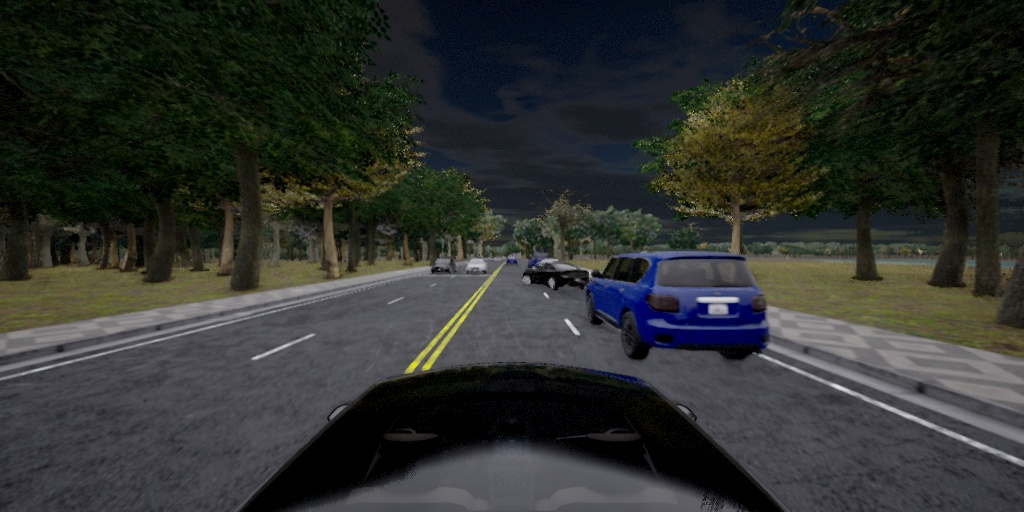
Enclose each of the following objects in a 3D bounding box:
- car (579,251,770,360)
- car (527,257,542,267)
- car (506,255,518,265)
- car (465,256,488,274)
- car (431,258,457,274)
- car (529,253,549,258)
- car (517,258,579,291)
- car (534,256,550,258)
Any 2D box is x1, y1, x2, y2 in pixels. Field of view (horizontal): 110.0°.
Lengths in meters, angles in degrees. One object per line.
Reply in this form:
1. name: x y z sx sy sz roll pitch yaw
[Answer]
1. car: 3.247 0.908 8.334 2.150 2.045 5.566 0 1 0
2. car: 3.235 0.856 52.309 1.812 1.442 4.674 0 0 0
3. car: -0.016 0.759 60.802 1.882 1.535 5.008 0 1 0
4. car: -3.350 0.983 34.827 1.812 1.442 4.674 0 0 0
5. car: -6.599 0.960 35.018 1.837 1.490 4.892 0 0 0
6. car: 3.238 0.628 41.335 2.150 2.045 5.566 0 0 0
7. car: 2.372 1.053 20.740 1.882 1.535 5.008 0 0 -24
8. car: 3.241 0.999 30.337 2.163 1.488 4.792 0 0 0
